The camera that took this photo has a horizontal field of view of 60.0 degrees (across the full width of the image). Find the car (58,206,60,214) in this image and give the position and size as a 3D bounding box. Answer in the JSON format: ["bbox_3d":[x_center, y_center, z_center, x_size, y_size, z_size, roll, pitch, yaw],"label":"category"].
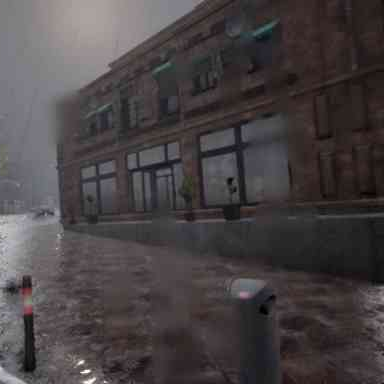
[{"bbox_3d":[-17.460,2.279,46.524,2.128,1.511,4.902,-2,-1,-27],"label":"car"}]

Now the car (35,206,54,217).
[{"bbox_3d":[-18.493,2.366,41.593,1.895,1.301,4.718,-2,0,-29],"label":"car"}]
